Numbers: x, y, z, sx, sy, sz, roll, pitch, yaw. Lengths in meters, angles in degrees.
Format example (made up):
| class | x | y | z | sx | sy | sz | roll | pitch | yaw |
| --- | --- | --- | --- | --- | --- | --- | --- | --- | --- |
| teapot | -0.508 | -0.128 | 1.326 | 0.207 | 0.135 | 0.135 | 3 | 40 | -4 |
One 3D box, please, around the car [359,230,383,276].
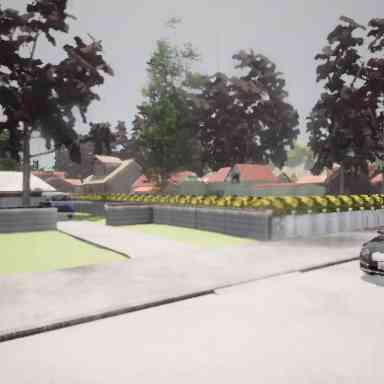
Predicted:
| class | x | y | z | sx | sy | sz | roll | pitch | yaw |
| --- | --- | --- | --- | --- | --- | --- | --- | --- | --- |
| car | 6.530 | 1.474 | 9.151 | 4.902 | 1.511 | 2.128 | 0 | 0 | -35 |
